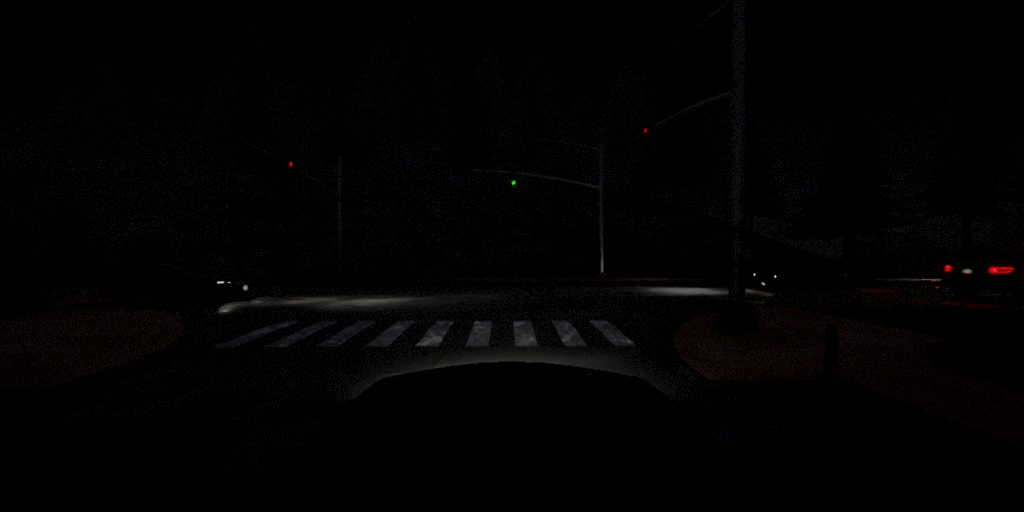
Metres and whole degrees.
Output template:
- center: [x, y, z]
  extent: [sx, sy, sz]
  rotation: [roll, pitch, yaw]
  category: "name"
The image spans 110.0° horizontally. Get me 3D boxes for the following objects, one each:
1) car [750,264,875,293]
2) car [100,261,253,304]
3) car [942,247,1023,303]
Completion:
- center: [14.408, 1.032, 17.418]
  extent: [4.718, 1.301, 1.895]
  rotation: [0, 1, 0]
  category: "car"
- center: [-12.709, 0.960, 13.788]
  extent: [4.902, 1.511, 2.128]
  rotation: [0, 1, 0]
  category: "car"
- center: [20.231, 0.686, 13.826]
  extent: [5.566, 2.045, 2.150]
  rotation: [0, 1, 0]
  category: "car"
